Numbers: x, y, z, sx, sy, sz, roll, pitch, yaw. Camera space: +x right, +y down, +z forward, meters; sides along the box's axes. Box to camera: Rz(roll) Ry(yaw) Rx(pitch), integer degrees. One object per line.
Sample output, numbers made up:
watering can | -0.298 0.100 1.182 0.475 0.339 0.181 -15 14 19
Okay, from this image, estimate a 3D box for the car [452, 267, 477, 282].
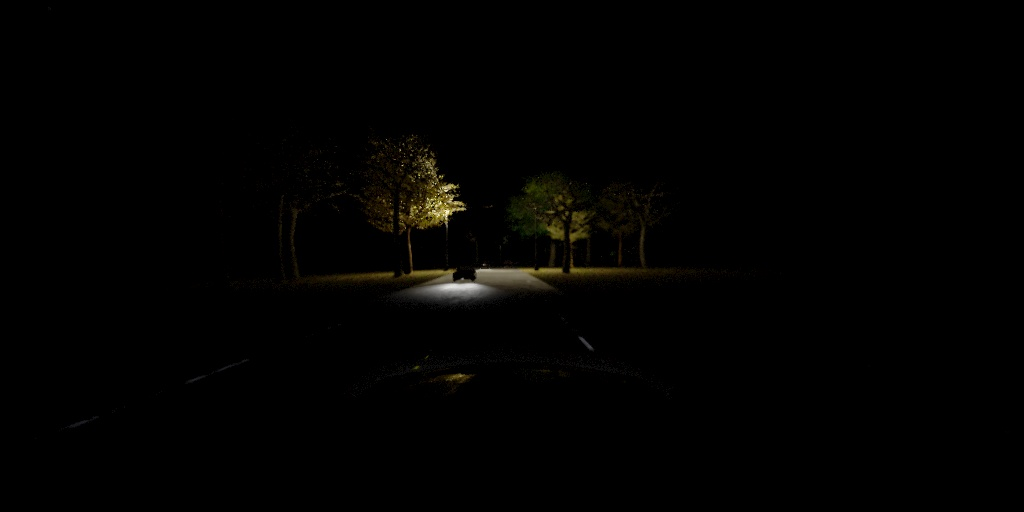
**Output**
car | -4.184 1.611 32.055 1.895 1.301 4.718 0 0 -2
